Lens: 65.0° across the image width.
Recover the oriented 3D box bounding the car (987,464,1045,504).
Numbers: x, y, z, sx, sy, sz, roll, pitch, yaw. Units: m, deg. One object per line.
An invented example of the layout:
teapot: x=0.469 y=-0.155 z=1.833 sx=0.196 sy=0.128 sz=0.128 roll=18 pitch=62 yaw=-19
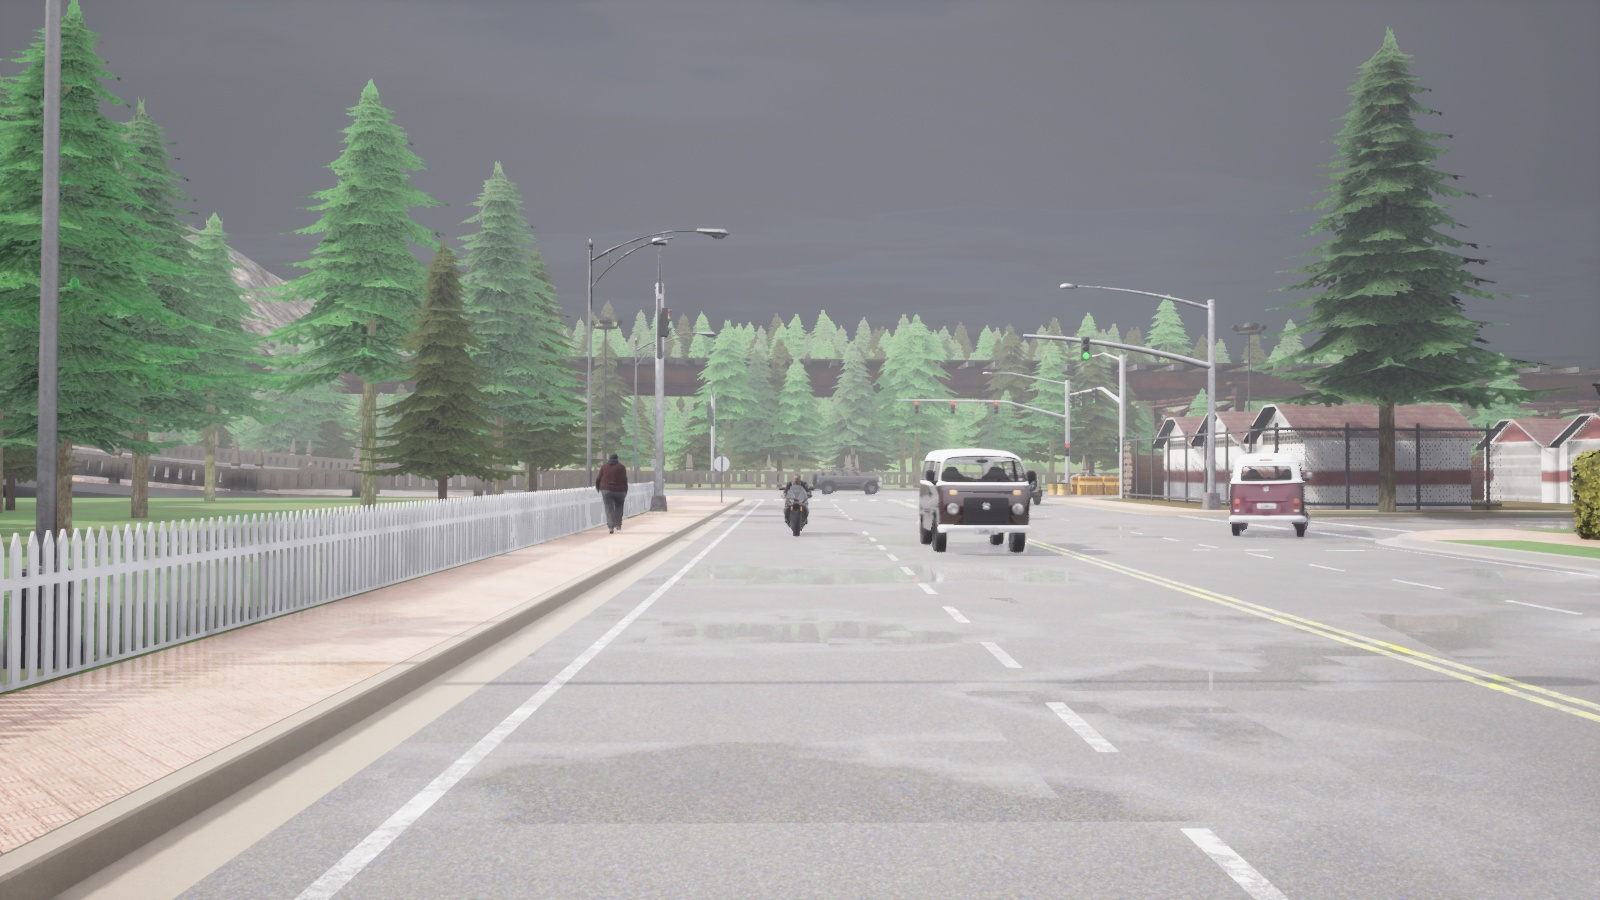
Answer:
car: x=10.351 y=1.604 z=60.516 sx=1.932 sy=1.855 sz=4.605 roll=0 pitch=-1 yaw=0

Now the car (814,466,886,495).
car: x=3.285 y=2.002 z=82.623 sx=4.605 sy=1.855 sz=1.932 roll=0 pitch=-1 yaw=-2

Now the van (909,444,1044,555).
van: x=3.436 y=0.948 z=25.283 sx=2.069 sy=2.038 sz=4.480 roll=0 pitch=-1 yaw=0

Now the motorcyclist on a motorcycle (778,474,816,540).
motorcyclist on a motorcycle: x=-0.075 y=1.360 z=30.448 sx=0.866 sy=1.530 sz=2.191 roll=0 pitch=-1 yaw=0

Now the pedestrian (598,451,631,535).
pedestrian: x=-4.145 y=0.961 z=28.127 sx=0.634 sy=1.844 sz=0.899 roll=0 pitch=-1 yaw=-2

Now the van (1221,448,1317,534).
van: x=12.131 y=1.031 z=32.341 sx=2.069 sy=2.038 sz=4.480 roll=-2 pitch=-2 yaw=23
